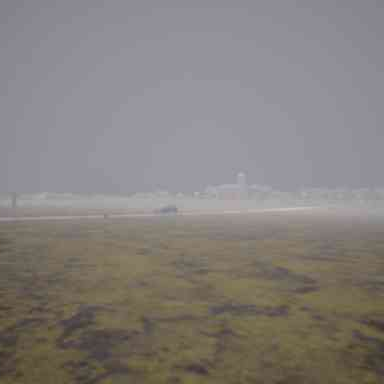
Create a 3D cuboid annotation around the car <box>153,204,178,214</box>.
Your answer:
[{"bbox_3d":[-4.988,3.221,63.479,2.150,2.045,5.566,-1,-3,35],"label":"car"}]
